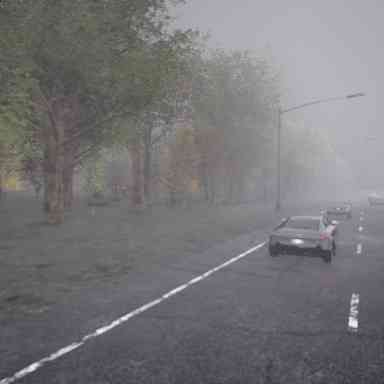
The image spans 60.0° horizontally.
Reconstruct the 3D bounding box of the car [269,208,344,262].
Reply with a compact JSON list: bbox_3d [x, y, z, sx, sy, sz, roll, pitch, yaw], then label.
[{"bbox_3d":[4.160,1.476,11.948,1.994,1.385,4.181,1,1,27],"label":"car"}]

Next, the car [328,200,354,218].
[{"bbox_3d":[12.529,1.366,28.088,2.033,1.411,5.357,1,1,27],"label":"car"}]

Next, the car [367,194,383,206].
[{"bbox_3d":[26.944,1.294,48.273,1.994,1.385,4.181,1,1,27],"label":"car"}]

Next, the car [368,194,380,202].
[{"bbox_3d":[35.164,1.163,64.332,1.812,1.442,4.674,1,1,27],"label":"car"}]
